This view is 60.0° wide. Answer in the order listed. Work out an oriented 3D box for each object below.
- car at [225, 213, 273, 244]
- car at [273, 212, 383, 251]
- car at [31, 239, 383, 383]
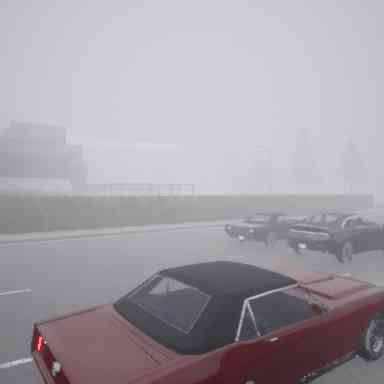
[{"bbox_3d":[3.837,1.601,15.079,4.718,1.301,1.895,0,0,-35],"label":"car"},{"bbox_3d":[5.467,1.491,11.940,4.902,1.511,2.128,0,0,-35],"label":"car"},{"bbox_3d":[0.683,1.601,4.232,4.718,1.301,1.895,0,0,-35],"label":"car"}]
